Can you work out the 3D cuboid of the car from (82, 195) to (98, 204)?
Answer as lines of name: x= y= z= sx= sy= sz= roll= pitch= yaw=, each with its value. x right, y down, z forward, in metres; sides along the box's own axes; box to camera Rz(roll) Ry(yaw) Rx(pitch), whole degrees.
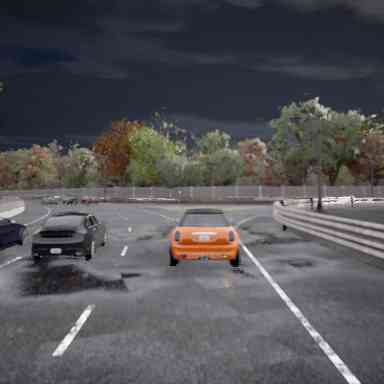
car: x=-19.302 y=1.383 z=62.480 sx=2.097 sy=1.767 sz=4.553 roll=0 pitch=0 yaw=-37

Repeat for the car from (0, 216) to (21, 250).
car: x=-7.956 y=1.586 z=12.845 sx=1.994 sy=1.385 sz=4.181 roll=0 pitch=0 yaw=-7

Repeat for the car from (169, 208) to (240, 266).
car: x=0.438 y=1.342 z=11.699 sx=2.097 sy=1.767 sz=4.553 roll=0 pitch=0 yaw=2

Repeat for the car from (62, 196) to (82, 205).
car: x=-22.220 y=1.546 z=60.546 sx=1.837 sy=1.490 sz=4.892 roll=0 pitch=0 yaw=-37

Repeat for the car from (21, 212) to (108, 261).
car: x=-4.355 y=1.513 z=12.344 sx=1.837 sy=1.490 sz=4.892 roll=0 pitch=0 yaw=-7

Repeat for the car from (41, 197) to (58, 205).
car: x=-25.121 y=1.604 z=58.587 sx=2.033 sy=1.411 sz=5.357 roll=0 pitch=0 yaw=-37
